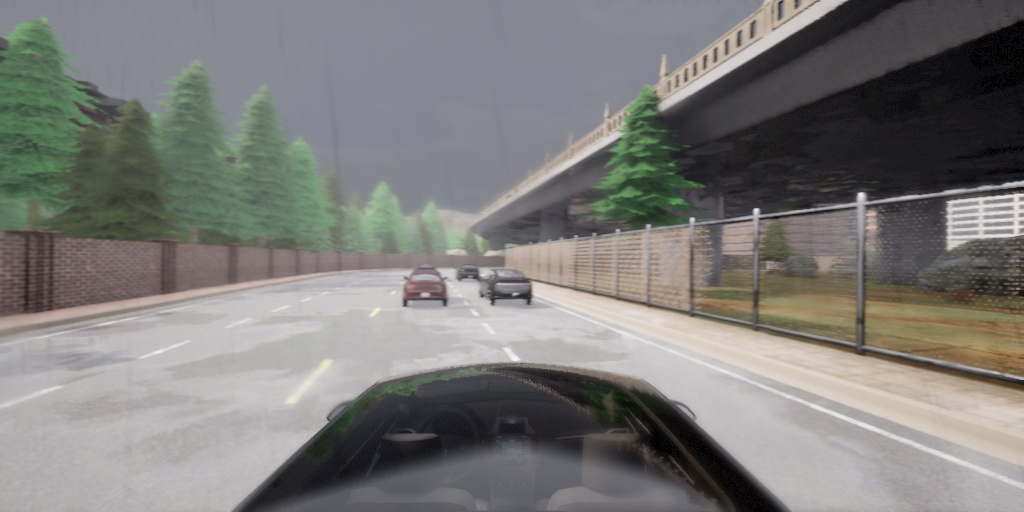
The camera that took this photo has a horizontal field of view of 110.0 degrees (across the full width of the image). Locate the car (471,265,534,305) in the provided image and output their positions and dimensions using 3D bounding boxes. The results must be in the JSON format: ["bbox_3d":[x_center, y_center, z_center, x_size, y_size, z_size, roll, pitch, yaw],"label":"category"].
[{"bbox_3d":[-0.415,1.347,16.708,2.128,1.511,4.902,1,0,-13],"label":"car"}]

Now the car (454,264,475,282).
[{"bbox_3d":[-3.899,1.426,31.302,1.837,1.490,4.892,1,0,-13],"label":"car"}]

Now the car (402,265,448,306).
[{"bbox_3d":[-3.838,1.332,15.974,1.812,1.442,4.674,1,0,-13],"label":"car"}]

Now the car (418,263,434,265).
[{"bbox_3d":[-7.303,1.361,30.494,2.128,1.511,4.902,1,0,-13],"label":"car"}]
